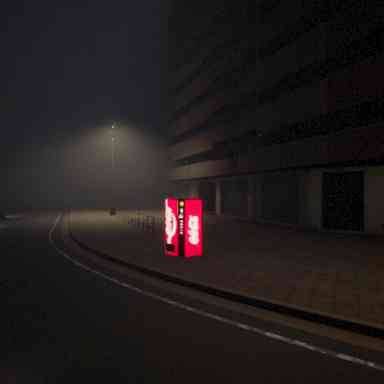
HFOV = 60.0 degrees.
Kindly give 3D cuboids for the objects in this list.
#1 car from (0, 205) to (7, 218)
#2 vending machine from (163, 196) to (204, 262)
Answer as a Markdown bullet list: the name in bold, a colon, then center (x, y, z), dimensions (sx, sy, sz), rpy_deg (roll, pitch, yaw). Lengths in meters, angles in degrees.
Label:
- **car**: center (-16.233, 1.526, 26.631), dimensions (1.812, 1.442, 4.674), rpy_deg (0, 0, -20)
- **vending machine**: center (-0.287, 1.195, 11.318), dimensions (1.100, 2.100, 0.880), rpy_deg (0, 0, -39)
